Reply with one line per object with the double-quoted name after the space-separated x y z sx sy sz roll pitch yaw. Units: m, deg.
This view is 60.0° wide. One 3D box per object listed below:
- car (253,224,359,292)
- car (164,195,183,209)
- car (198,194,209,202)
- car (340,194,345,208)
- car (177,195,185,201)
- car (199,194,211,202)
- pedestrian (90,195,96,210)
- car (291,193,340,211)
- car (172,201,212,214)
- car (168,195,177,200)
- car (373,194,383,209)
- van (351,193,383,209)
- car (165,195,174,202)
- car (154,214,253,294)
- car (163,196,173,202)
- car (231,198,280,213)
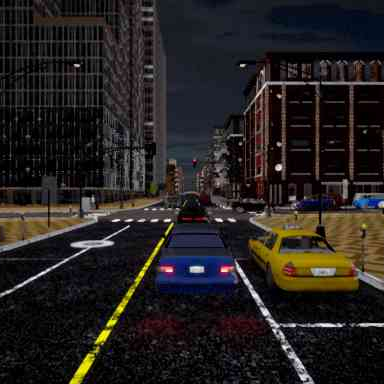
2.560 1.525 8.798 1.752 1.417 4.829 0 0 0 "car"
-2.623 1.354 45.020 2.097 1.767 4.553 0 0 -3 "car"
2.532 1.320 74.630 2.192 1.841 5.009 0 0 0 "car"
15.297 1.094 38.994 5.009 1.841 2.192 -1 1 -1 "car"
-2.786 1.450 83.826 1.812 1.442 4.674 0 0 0 "car"
2.537 1.318 63.445 2.192 1.841 5.009 0 0 0 "car"
-12.366 1.270 41.628 0.375 1.860 0.375 0 1 -1 "pedestrian"
13.270 1.162 36.492 4.553 1.767 2.097 -1 0 -1 "car"
0.075 1.505 18.687 1.837 1.490 4.892 0 0 0 "car"
-5.355 1.558 91.406 2.008 1.369 4.403 0 0 0 "car"
23.072 1.213 36.628 4.674 1.442 1.812 -1 0 0 "car"
20.953 1.050 39.056 3.998 1.788 1.690 -1 1 -1 "van"
-5.351 1.550 80.220 1.887 1.381 4.507 0 0 0 "car"
0.093 1.547 8.945 2.033 1.411 5.357 0 0 0 "car"
-5.348 1.555 74.627 2.008 1.369 4.403 0 0 0 "car"
6.430 1.394 34.021 4.902 1.511 2.128 -1 1 18 "car"
